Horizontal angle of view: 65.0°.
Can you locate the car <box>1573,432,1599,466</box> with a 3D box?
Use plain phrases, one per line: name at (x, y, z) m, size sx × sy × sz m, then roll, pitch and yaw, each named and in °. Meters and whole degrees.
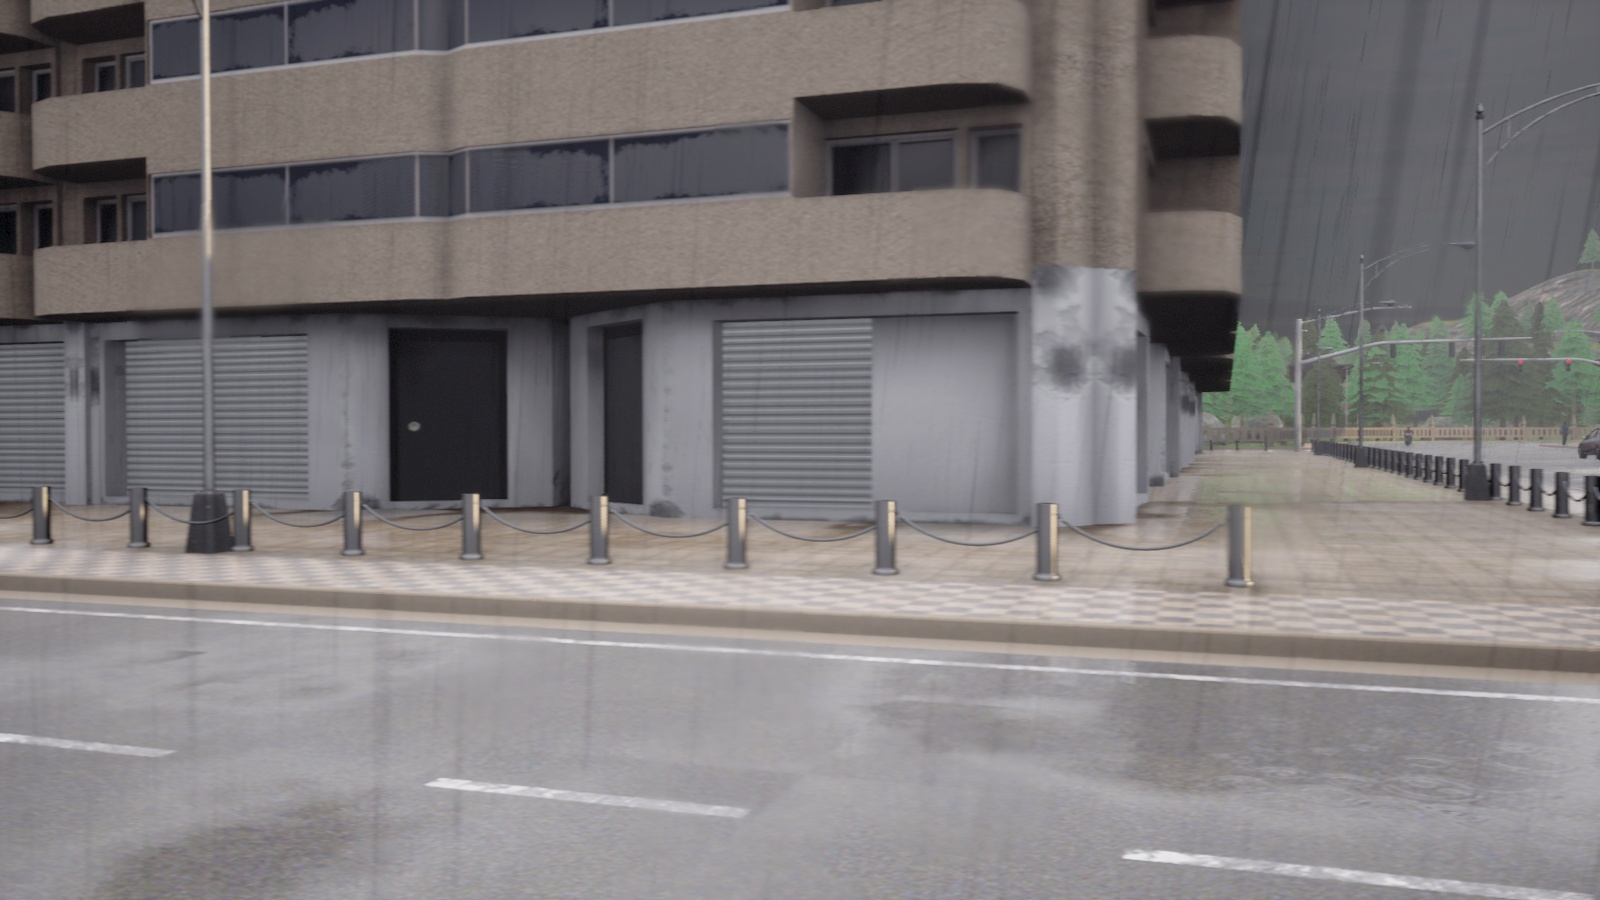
car at (38.475, -0.062, 59.654) m, size 2.007 × 1.525 × 4.514 m, roll 1°, pitch 1°, yaw 19°
